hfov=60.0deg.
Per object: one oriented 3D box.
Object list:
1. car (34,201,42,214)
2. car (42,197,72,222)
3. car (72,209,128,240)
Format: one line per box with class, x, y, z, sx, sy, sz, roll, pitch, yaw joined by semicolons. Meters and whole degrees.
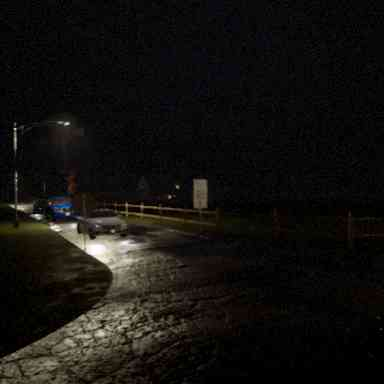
car;-18.080;1.834;40.521;1.837;1.490;4.892;-1;2;-31
car;-11.450;1.458;29.271;2.150;2.045;5.566;-1;0;-31
car;-5.064;1.662;18.330;1.812;1.442;4.674;-1;0;-31
